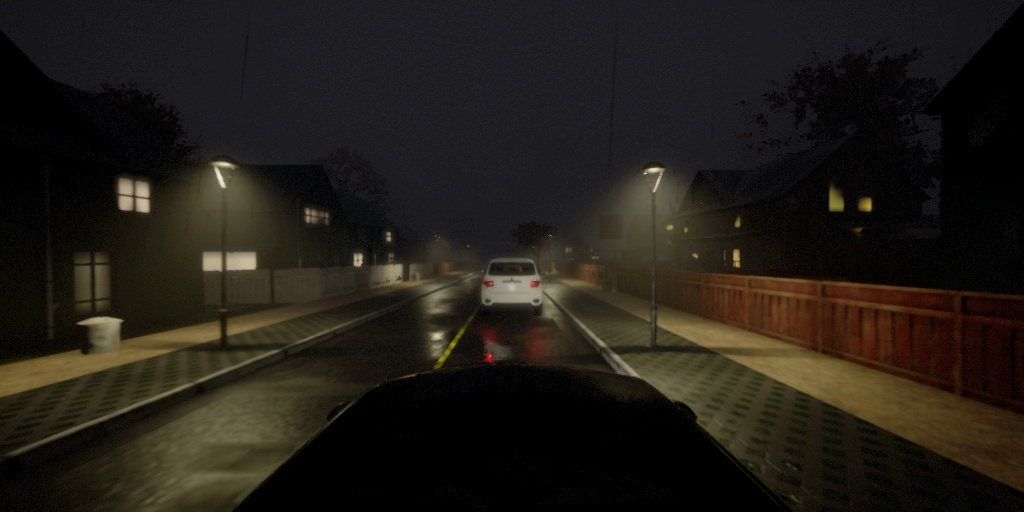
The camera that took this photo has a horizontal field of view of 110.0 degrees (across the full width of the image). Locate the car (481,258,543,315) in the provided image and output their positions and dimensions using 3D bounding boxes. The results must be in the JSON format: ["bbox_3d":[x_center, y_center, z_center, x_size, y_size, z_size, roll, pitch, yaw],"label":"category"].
[{"bbox_3d":[0.013,1.090,14.410,2.150,2.045,5.566,0,0,0],"label":"car"}]

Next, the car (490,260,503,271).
[{"bbox_3d":[-2.755,1.679,63.518,2.097,1.767,4.553,0,0,0],"label":"car"}]
